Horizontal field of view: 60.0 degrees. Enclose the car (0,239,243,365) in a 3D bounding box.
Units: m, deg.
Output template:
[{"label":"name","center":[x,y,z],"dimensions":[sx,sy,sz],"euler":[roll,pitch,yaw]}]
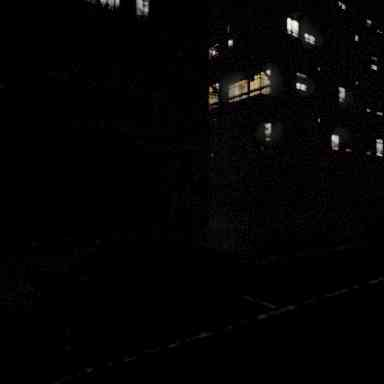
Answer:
[{"label":"car","center":[-1.006,1.566,5.840],"dimensions":[4.313,1.339,1.947],"euler":[0,0,-36]}]
